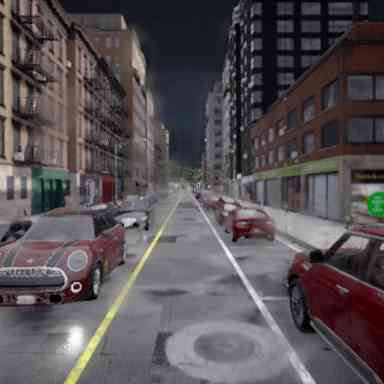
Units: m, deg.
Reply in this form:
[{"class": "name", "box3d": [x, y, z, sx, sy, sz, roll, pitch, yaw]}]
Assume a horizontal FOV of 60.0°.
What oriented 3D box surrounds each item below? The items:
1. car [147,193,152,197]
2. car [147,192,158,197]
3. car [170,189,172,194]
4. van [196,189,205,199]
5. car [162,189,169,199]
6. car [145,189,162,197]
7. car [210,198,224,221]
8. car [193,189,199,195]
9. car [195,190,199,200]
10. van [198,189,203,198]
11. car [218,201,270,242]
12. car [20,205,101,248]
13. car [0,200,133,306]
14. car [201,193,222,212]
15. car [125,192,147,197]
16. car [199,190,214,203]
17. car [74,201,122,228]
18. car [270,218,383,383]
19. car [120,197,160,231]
[{"class": "car", "box3d": [-5.909, 1.097, 37.546, 1.802, 1.307, 4.206, 0, 1, -1]}, {"class": "car", "box3d": [-5.991, 1.003, 43.223, 1.947, 1.339, 4.313, 0, 1, -1]}, {"class": "car", "box3d": [-6.481, 0.274, 77.283, 2.192, 1.841, 5.009, 0, 1, -1]}, {"class": "van", "box3d": [1.718, 0.408, 66.040, 1.690, 1.788, 3.998, 0, 1, -1]}, {"class": "car", "box3d": [-6.318, 0.434, 65.928, 2.192, 1.841, 5.009, 0, 1, -1]}, {"class": "car", "box3d": [-6.074, 0.673, 48.896, 2.192, 1.841, 5.009, 0, 1, -1]}, {"class": "car", "box3d": [2.363, 1.281, 20.621, 1.802, 1.307, 4.206, 0, 1, -1]}, {"class": "car", "box3d": [1.798, 0.462, 60.361, 2.192, 1.841, 5.009, 0, 1, -1]}, {"class": "car", "box3d": [1.960, 0.856, 49.010, 2.008, 1.369, 4.403, 0, 1, -1]}, {"class": "van", "box3d": [2.040, 0.726, 43.329, 1.690, 1.788, 3.998, 0, 1, -1]}, {"class": "car", "box3d": [2.444, 1.322, 14.943, 1.887, 1.381, 4.507, 0, 1, -1]}, {"class": "car", "box3d": [-5.584, 1.374, 14.836, 1.887, 1.381, 4.507, 0, 1, -1]}, {"class": "car", "box3d": [-2.945, 1.258, 8.051, 2.097, 1.767, 4.553, 0, 1, -1]}, {"class": "car", "box3d": [2.202, 1.087, 31.976, 1.887, 1.381, 4.507, 0, 1, -1]}, {"class": "car", "box3d": [-5.829, 1.034, 31.867, 1.967, 1.590, 4.097, 0, 1, -1]}, {"class": "car", "box3d": [2.121, 0.903, 37.652, 1.967, 1.590, 4.097, 0, 1, -1]}, {"class": "car", "box3d": [-5.665, 1.333, 20.514, 1.802, 1.307, 4.206, 0, 1, -1]}, {"class": "car", "box3d": [2.604, 1.248, 3.584, 2.192, 1.841, 5.009, 0, 1, -1]}, {"class": "car", "box3d": [-3.082, 1.253, 18.568, 2.128, 1.511, 4.902, 0, 1, -1]}]
